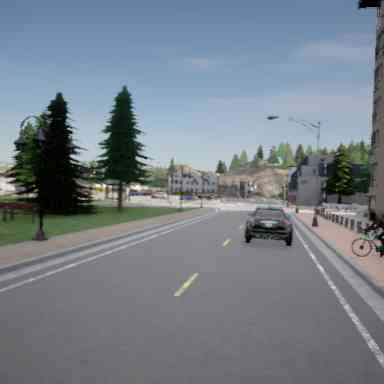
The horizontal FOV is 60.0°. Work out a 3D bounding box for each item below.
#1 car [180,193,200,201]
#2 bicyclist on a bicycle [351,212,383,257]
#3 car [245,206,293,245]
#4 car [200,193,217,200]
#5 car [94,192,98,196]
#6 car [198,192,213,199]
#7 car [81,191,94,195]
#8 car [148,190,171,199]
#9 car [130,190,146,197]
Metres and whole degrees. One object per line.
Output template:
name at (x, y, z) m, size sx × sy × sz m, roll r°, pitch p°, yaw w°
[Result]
car at (-0.899, 1.184, 72.026) m, size 3.633 × 1.501 × 1.845 m, roll 3°, pitch 0°, yaw 13°
bicyclist on a bicycle at (6.644, 1.566, 11.966) m, size 1.656 × 1.620 × 0.582 m, roll 2°, pitch 0°, yaw 13°
car at (3.871, 1.485, 16.708) m, size 2.097 × 1.767 × 4.553 m, roll 3°, pitch 0°, yaw 13°
car at (3.550, 1.064, 90.072) m, size 4.605 × 1.855 × 1.932 m, roll 3°, pitch 0°, yaw 13°
car at (-25.524, 0.026, 81.112) m, size 5.027 × 1.636 × 2.152 m, roll 3°, pitch 0°, yaw 13°
car at (3.823, 1.049, 92.994) m, size 3.866 × 1.878 × 1.905 m, roll 3°, pitch 0°, yaw 13°
car at (-26.200, 0.012, 78.049) m, size 4.514 × 1.523 × 2.007 m, roll 3°, pitch 0°, yaw 13°
car at (-7.421, 0.894, 76.645) m, size 3.806 × 1.475 × 1.970 m, roll 3°, pitch 0°, yaw 13°
car at (-15.323, 0.447, 90.858) m, size 3.633 × 1.501 × 1.845 m, roll 3°, pitch 0°, yaw 13°
